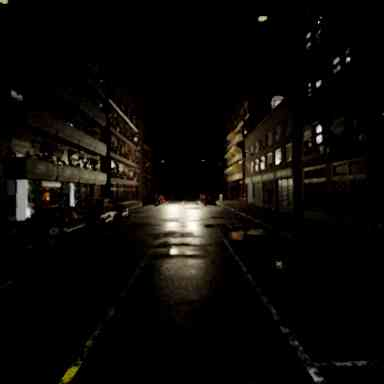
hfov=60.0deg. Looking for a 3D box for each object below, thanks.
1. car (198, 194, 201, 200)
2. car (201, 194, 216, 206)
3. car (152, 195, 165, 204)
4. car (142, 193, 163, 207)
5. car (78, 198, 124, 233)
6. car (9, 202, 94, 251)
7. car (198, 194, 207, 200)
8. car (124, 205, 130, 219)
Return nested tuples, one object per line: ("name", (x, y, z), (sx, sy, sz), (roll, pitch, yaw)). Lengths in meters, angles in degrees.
("car", (2.532, 1.250, 58.811), (1.887, 1.381, 4.507), (0, 0, 0))
("car", (2.564, 1.284, 47.708), (1.752, 1.417, 4.829), (0, 0, 0))
("car", (-5.848, 1.308, 58.792), (1.887, 1.381, 4.507), (0, 0, 0))
("car", (-5.816, 1.132, 47.518), (2.192, 1.841, 5.009), (0, 0, 0))
("car", (-5.736, 1.265, 19.336), (2.192, 1.841, 5.009), (0, 0, 0))
("car", (-5.720, 1.416, 13.701), (1.967, 1.590, 4.097), (0, 0, 0))
("car", (2.468, 1.147, 81.355), (2.008, 1.369, 4.403), (0, 0, 0))
("car", (-5.752, 1.506, 24.974), (1.802, 1.307, 4.206), (0, 0, 0))
